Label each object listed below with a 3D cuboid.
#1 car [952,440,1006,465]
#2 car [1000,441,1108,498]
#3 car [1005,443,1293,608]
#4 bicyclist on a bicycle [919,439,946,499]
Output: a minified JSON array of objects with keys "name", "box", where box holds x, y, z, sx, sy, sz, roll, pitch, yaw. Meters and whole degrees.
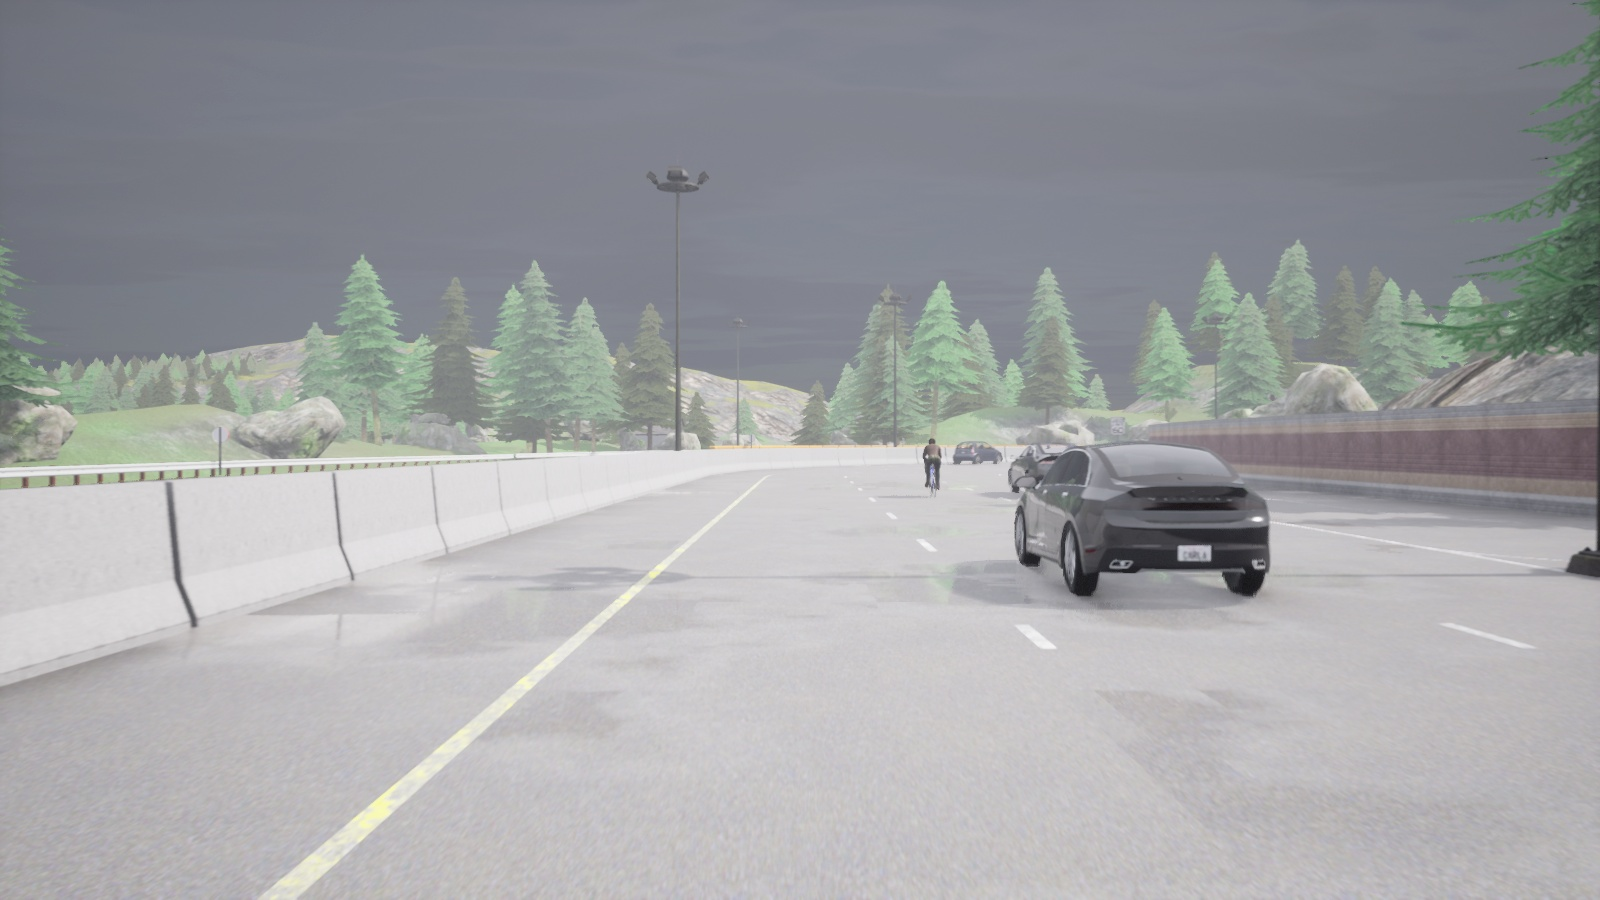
[{"name":"car","box":[12.172,0.165,85.306,1.851,1.617,3.988,0,0,40]},{"name":"car","box":[7.161,0.505,35.948,2.128,1.511,4.902,0,0,0]},{"name":"car","box":[3.574,0.676,13.867,1.837,1.490,4.892,0,0,0]},{"name":"bicyclist on a bicycle","box":[3.657,0.506,34.715,0.582,1.620,1.656,0,0,0]}]
